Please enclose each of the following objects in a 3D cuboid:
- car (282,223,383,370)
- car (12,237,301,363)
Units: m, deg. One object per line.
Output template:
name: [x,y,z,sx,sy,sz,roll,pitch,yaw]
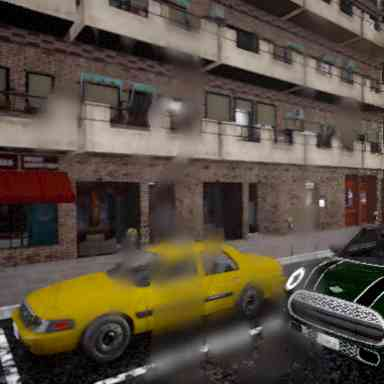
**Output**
car: [3.601,1.351,5.640,4.553,1.767,2.097,0,0,-35]
car: [-0.386,1.525,5.835,4.829,1.417,1.752,0,-1,-35]
